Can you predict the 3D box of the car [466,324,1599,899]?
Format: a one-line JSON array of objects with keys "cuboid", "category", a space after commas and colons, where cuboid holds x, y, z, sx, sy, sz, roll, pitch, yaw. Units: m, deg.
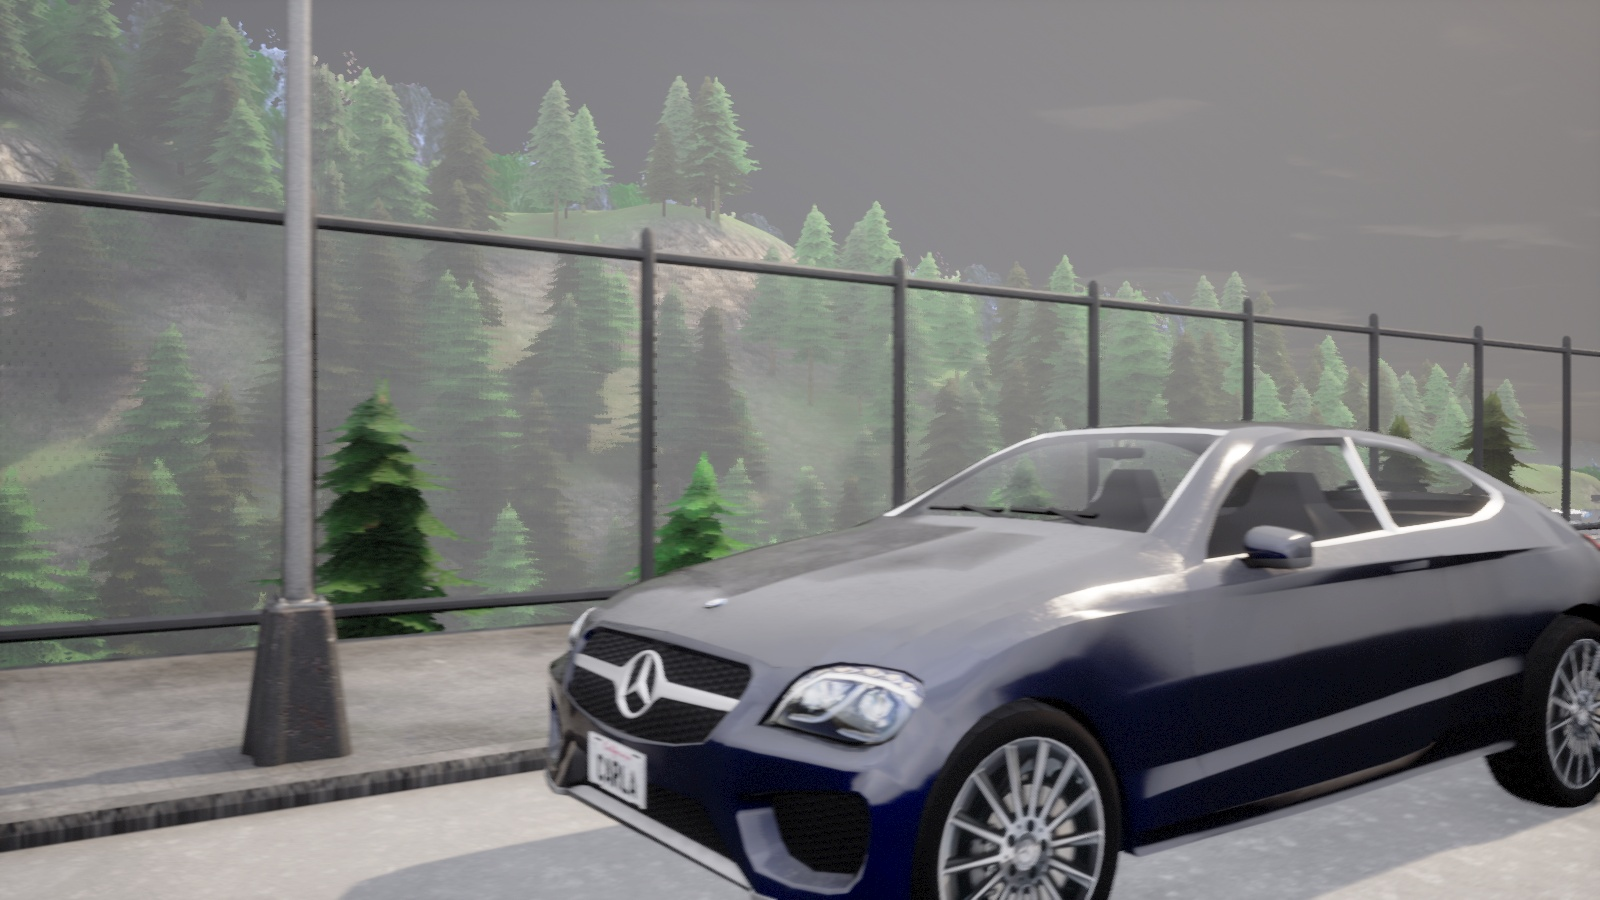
[{"cuboid": [1.428, 0.533, 5.261, 5.027, 1.651, 2.152, 0, 0, -35], "category": "car"}]
